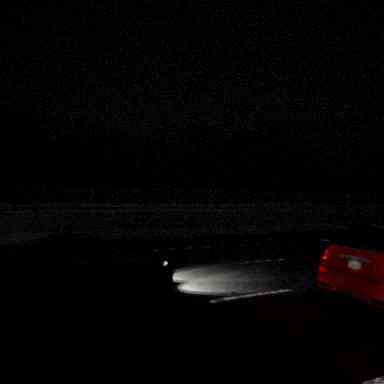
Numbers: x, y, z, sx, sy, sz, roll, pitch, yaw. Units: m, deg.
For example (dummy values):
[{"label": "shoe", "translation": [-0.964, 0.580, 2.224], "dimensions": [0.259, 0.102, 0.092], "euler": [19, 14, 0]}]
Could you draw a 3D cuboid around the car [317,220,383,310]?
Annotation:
[{"label": "car", "translation": [5.008, 1.432, 7.143], "dimensions": [4.553, 1.767, 2.097], "euler": [1, 0, -24]}]

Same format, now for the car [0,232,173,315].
[{"label": "car", "translation": [-2.546, 1.644, 7.623], "dimensions": [4.181, 1.385, 1.994], "euler": [1, -1, -24]}]
